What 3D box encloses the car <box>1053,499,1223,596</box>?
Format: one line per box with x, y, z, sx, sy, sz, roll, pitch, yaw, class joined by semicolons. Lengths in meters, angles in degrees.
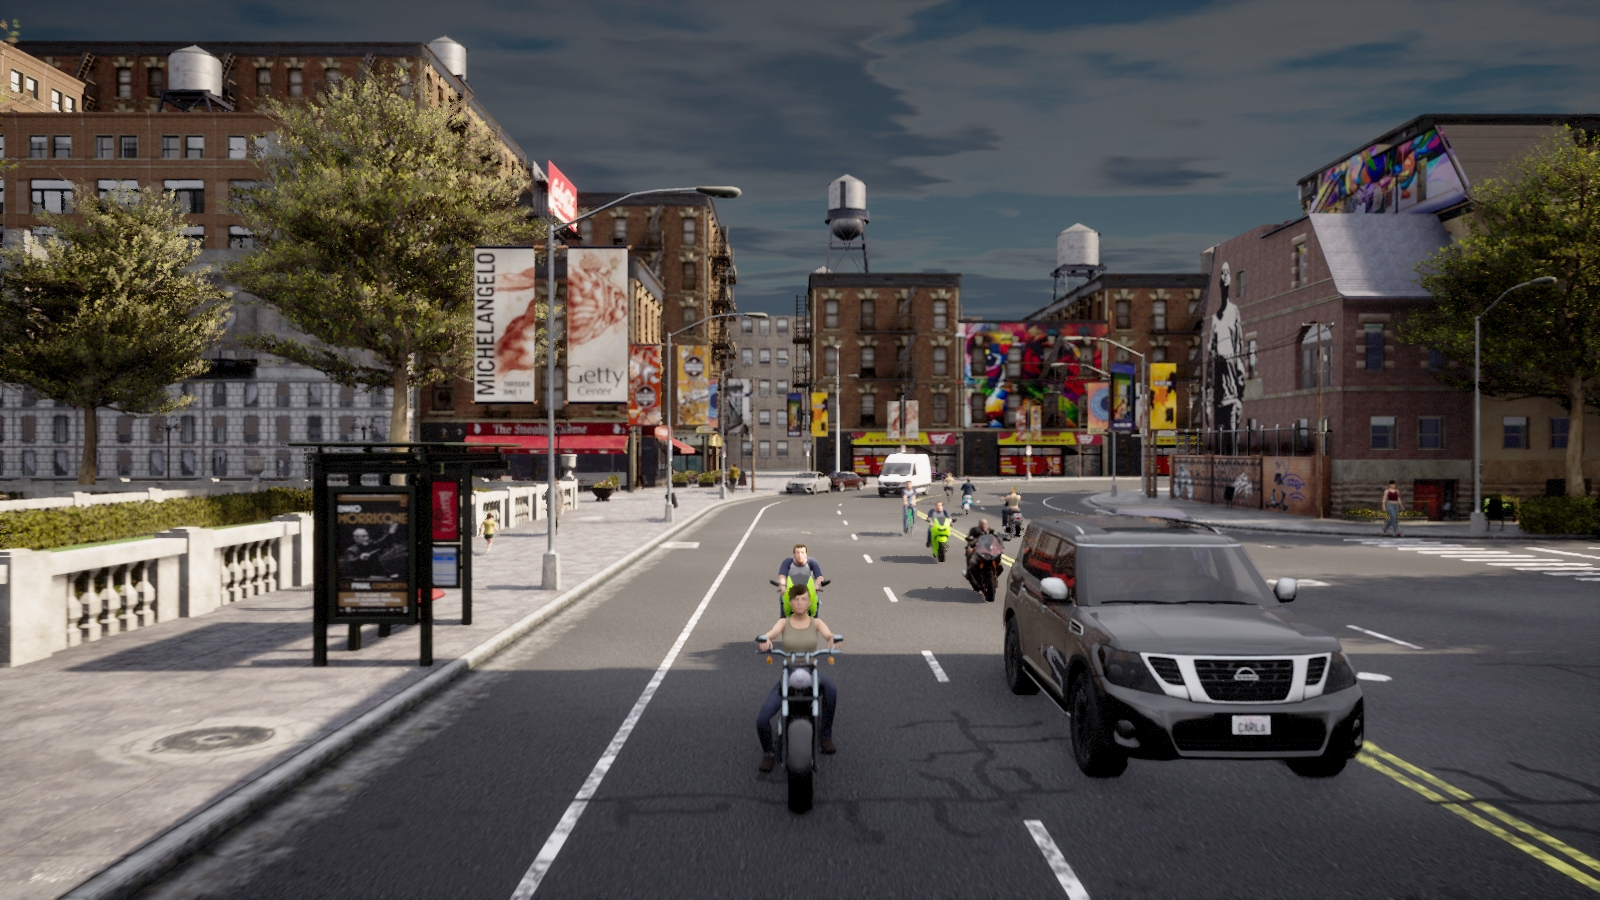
7.002;1.969;24.249;2.242;1.667;4.611;0;0;0;car

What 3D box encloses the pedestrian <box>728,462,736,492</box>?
-4.269;1.702;71.387;0.375;1.860;0.375;0;0;18;pedestrian

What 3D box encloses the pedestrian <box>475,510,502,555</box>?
-7.871;2.078;28.859;0.500;1.100;0.500;0;0;6;pedestrian

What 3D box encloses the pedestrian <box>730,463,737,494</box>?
-3.990;1.700;68.553;0.375;1.860;0.375;0;0;3;pedestrian

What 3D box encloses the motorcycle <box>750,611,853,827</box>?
0.010;2.170;9.697;0.764;1.277;2.356;0;0;0;motorcycle

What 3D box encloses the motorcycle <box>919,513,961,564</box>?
3.526;2.214;28.907;0.803;1.145;2.033;0;0;0;motorcycle

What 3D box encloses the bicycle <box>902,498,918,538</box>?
3.554;2.208;37.117;0.373;1.196;1.643;0;0;0;bicycle

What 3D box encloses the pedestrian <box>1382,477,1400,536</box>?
18.859;1.799;36.482;0.375;1.860;0.375;0;0;-2;pedestrian

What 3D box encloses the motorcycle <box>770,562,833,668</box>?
0.022;2.213;15.658;0.803;1.145;2.033;0;1;0;motorcycle

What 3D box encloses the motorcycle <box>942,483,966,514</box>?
6.921;2.173;51.481;0.764;1.277;2.356;0;0;0;motorcycle

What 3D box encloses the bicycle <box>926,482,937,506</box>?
6.613;2.209;57.588;0.373;1.196;1.643;0;0;0;bicycle

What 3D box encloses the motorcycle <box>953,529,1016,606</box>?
3.506;2.206;21.898;0.867;1.251;2.209;0;0;0;motorcycle

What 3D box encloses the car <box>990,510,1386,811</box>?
3.473;1.780;11.653;2.150;2.045;5.566;0;0;0;car

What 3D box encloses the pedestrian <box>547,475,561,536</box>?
-7.531;1.698;34.974;0.375;1.860;0.375;0;0;-5;pedestrian

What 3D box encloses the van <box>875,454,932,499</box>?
6.255;1.538;68.449;1.988;2.561;5.915;0;0;20;van
